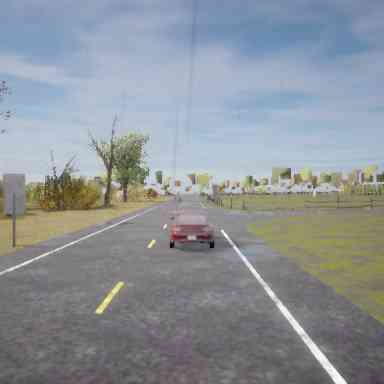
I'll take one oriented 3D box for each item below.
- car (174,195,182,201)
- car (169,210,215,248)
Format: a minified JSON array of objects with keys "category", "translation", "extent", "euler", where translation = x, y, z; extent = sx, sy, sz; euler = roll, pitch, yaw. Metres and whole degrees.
[{"category":"car","translation":[-3.500,1.527,82.608],"extent":[2.128,1.511,4.902],"euler":[0,0,0]},{"category":"car","translation":[0.000,1.536,14.649],"extent":[1.812,1.442,4.674],"euler":[0,0,0]}]
